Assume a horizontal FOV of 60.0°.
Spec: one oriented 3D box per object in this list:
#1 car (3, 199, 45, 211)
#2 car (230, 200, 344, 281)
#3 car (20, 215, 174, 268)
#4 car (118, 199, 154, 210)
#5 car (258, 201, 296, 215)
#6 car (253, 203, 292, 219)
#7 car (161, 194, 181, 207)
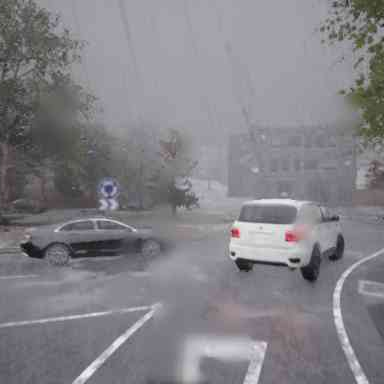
[{"bbox_3d":[-21.310,1.632,42.109,4.892,1.490,1.837,2,-1,-38],"label":"car"},{"bbox_3d":[3.175,1.271,10.426,2.150,2.045,5.566,0,-1,33],"label":"car"},{"bbox_3d":[-3.035,1.535,11.237,4.902,1.511,2.128,0,0,-21],"label":"car"},{"bbox_3d":[-7.682,1.749,45.871,4.902,1.511,2.128,-1,0,9],"label":"car"},{"bbox_3d":[9.271,1.743,36.656,1.994,1.385,4.181,0,-1,-22],"label":"car"},{"bbox_3d":[7.613,1.743,32.065,1.895,1.301,4.718,0,0,-11],"label":"car"},{"bbox_3d":[-3.362,1.320,52.831,2.150,2.045,5.566,-1,2,-17],"label":"car"}]
